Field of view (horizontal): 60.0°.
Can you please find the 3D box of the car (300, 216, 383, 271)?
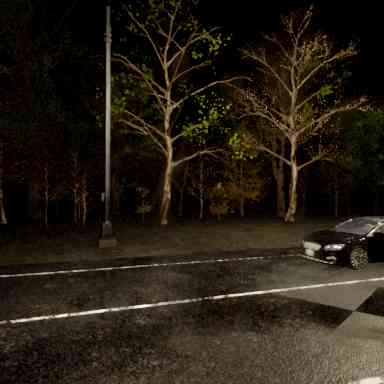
[{"bbox_3d":[5.861,1.570,10.846,4.902,1.511,2.128,0,0,-20],"label":"car"}]
